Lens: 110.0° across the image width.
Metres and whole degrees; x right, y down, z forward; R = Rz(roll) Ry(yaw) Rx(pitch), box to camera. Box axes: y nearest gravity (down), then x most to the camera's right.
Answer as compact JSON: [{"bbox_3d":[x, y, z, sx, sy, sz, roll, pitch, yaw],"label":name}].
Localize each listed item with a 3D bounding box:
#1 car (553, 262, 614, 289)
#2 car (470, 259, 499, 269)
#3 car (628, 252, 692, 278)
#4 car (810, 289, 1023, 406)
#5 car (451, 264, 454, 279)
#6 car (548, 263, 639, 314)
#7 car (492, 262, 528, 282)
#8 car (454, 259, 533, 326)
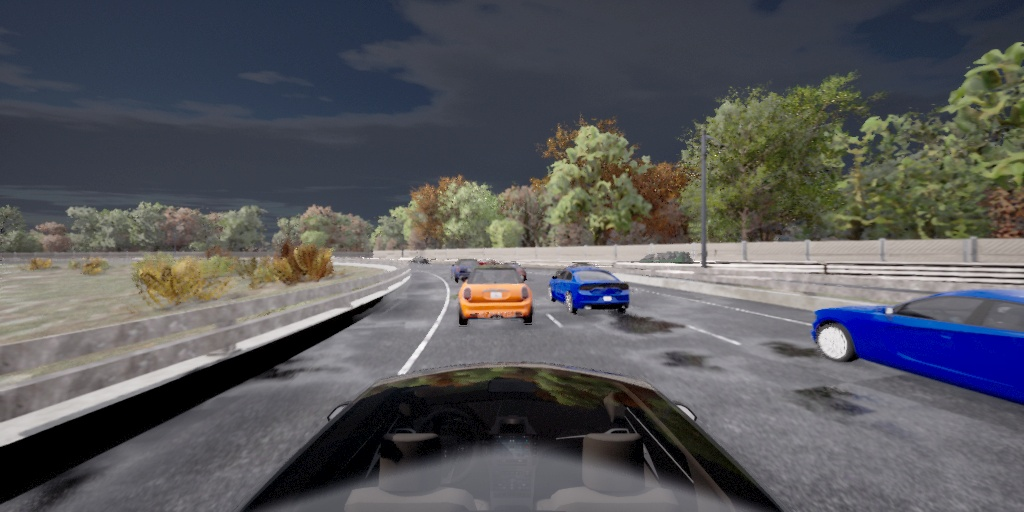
[{"bbox_3d":[4.546,1.192,23.814,2.033,1.411,5.357,0,0,-11],"label":"car"},{"bbox_3d":[-3.897,1.047,50.813,1.895,1.301,4.718,0,0,-36],"label":"car"},{"bbox_3d":[12.780,0.682,31.372,5.566,2.045,2.150,0,0,42],"label":"car"},{"bbox_3d":[6.874,1.190,5.012,1.882,1.535,5.008,0,1,-2],"label":"car"},{"bbox_3d":[-3.547,1.008,27.718,2.097,1.767,4.553,0,0,-14],"label":"car"},{"bbox_3d":[2.692,1.170,13.616,1.882,1.535,5.008,0,0,-7],"label":"car"},{"bbox_3d":[-0.240,1.204,28.863,1.994,1.385,4.181,0,0,-14],"label":"car"},{"bbox_3d":[-0.634,1.063,11.770,2.097,1.767,4.553,0,0,-6],"label":"car"}]
